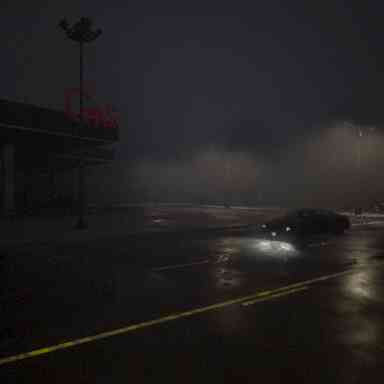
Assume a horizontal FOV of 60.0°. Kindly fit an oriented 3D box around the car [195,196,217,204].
[{"bbox_3d":[2.544,1.474,61.748,1.882,1.535,5.008,0,0,-36],"label":"car"}]

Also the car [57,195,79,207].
[{"bbox_3d":[-17.819,1.294,47.573,2.242,1.667,4.611,0,0,-35],"label":"car"}]

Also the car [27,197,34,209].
[{"bbox_3d":[-22.029,1.455,43.590,1.970,1.475,3.806,0,0,-35],"label":"car"}]

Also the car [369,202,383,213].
[{"bbox_3d":[21.337,1.502,35.000,1.837,1.490,4.892,-4,3,-39],"label":"car"}]

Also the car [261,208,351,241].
[{"bbox_3d":[5.928,1.546,16.858,5.357,1.411,2.033,0,0,-36],"label":"car"}]
